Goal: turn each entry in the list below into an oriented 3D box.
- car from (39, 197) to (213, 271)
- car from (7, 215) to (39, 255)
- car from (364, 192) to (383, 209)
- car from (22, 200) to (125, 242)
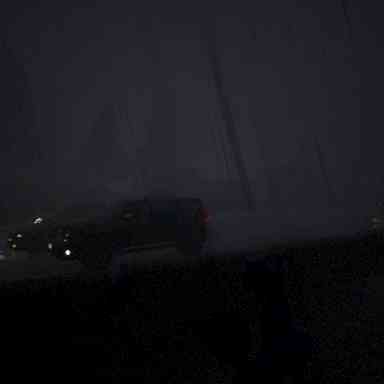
[{"bbox_3d":[-1.862,1.202,11.263,5.566,2.045,2.150,0,0,-36],"label":"car"},{"bbox_3d":[-5.010,1.550,13.315,4.181,1.385,1.994,0,0,-35],"label":"car"},{"bbox_3d":[24.476,1.060,42.823,5.566,2.045,2.150,0,0,-35],"label":"car"},{"bbox_3d":[-5.961,1.333,16.936,4.553,1.767,2.097,0,0,-35],"label":"car"}]
